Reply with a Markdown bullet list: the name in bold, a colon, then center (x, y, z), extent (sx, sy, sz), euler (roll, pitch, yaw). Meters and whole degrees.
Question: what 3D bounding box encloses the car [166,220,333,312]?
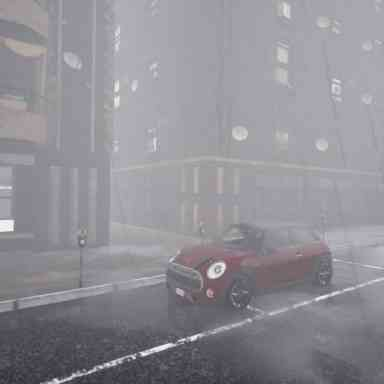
- **car**: center (1.390, 1.442, 7.697), extent (4.097, 1.590, 1.967), euler (0, 1, -36)
